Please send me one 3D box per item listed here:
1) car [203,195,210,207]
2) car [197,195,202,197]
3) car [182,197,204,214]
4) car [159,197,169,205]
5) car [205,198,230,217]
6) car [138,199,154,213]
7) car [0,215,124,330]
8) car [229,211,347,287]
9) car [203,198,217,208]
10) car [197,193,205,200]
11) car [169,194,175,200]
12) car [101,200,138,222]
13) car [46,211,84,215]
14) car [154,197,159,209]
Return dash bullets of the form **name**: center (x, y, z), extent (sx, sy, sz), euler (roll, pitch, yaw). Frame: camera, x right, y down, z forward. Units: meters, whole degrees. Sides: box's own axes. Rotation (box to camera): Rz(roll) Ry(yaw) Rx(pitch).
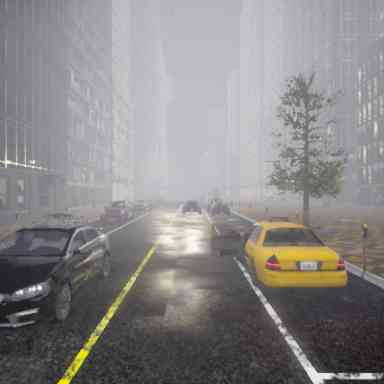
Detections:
- **car**: center (2.625, 1.441, 37.216), extent (1.967, 1.590, 4.097), euler (0, 0, 0)
- **car**: center (-0.019, 1.566, 47.422), extent (1.994, 1.385, 4.181), euler (0, 0, 0)
- **car**: center (0.000, 1.526, 34.576), extent (1.812, 1.442, 4.674), euler (0, 0, 0)
- **car**: center (-5.800, 1.550, 59.979), extent (1.887, 1.381, 4.507), euler (0, 0, 0)
- **car**: center (2.635, 1.551, 31.528), extent (2.008, 1.369, 4.403), euler (0, 0, 0)
- **car**: center (-5.756, 1.552, 37.223), extent (2.008, 1.369, 4.403), euler (0, 0, 0)
- **car**: center (-3.114, 1.491, 7.211), extent (2.128, 1.511, 4.902), euler (0, 0, 0)
- **car**: center (2.332, 1.456, 9.219), extent (1.801, 1.575, 5.366), euler (0, 0, 0)
- **car**: center (2.602, 1.584, 48.595), extent (1.802, 1.307, 4.206), euler (0, 0, 0)
- **car**: center (2.516, 1.335, 94.106), extent (2.192, 1.841, 5.009), euler (0, 0, 0)
- **car**: center (-5.865, 1.571, 94.114), extent (2.008, 1.369, 4.403), euler (0, 0, 0)
- **car**: center (-5.733, 1.440, 25.845), extent (1.967, 1.590, 4.097), euler (0, 0, 0)
- **car**: center (-5.712, 1.550, 14.466), extent (2.008, 1.369, 4.403), euler (0, 0, 0)
- **car**: center (-5.767, 1.546, 42.912), extent (1.887, 1.381, 4.507), euler (0, 0, 0)
